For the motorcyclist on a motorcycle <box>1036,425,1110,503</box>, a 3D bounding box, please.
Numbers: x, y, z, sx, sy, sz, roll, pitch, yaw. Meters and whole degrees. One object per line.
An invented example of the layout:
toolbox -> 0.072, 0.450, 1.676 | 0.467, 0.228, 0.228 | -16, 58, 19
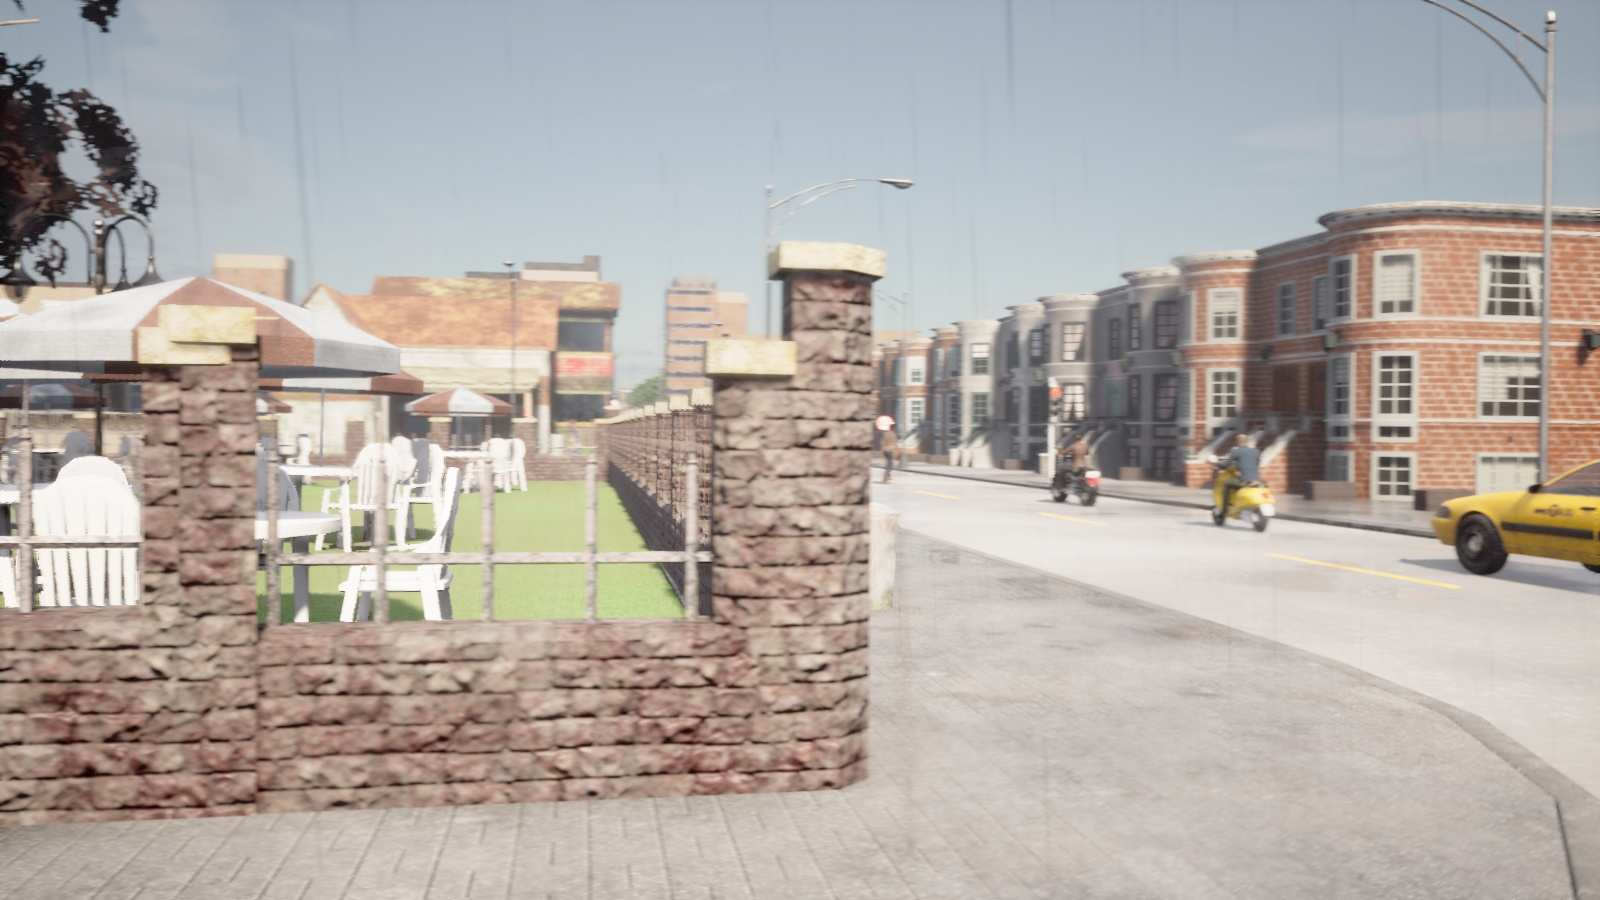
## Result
motorcyclist on a motorcycle -> 6.056, 0.288, 28.008 | 0.766, 1.649, 2.350 | -1, 1, -10

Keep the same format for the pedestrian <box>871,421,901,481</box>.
pedestrian -> 2.611, 0.034, 38.065 | 0.869, 1.805, 0.328 | -1, 1, -38

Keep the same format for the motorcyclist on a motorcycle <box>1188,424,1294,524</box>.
motorcyclist on a motorcycle -> 7.320, 0.373, 20.943 | 0.866, 1.590, 1.817 | -1, 1, -10

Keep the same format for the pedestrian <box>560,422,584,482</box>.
pedestrian -> -6.966, 0.062, 38.373 | 0.706, 1.836, 0.354 | -1, 1, -9

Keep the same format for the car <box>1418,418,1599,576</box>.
car -> 8.836, 0.454, 12.700 | 1.801, 1.575, 5.366 | -1, 1, -10
